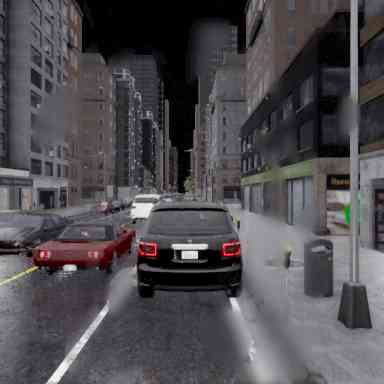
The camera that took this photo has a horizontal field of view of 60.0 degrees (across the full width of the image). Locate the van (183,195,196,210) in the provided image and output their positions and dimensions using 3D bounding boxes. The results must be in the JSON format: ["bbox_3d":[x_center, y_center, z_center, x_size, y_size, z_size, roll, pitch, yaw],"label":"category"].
[{"bbox_3d":[-0.287,1.343,43.983,1.690,1.788,3.998,0,0,0],"label":"van"}]

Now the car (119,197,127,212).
[{"bbox_3d":[-8.813,1.567,38.453,1.947,1.339,4.313,0,0,0],"label":"car"}]

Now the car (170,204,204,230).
[{"bbox_3d":[-0.287,1.551,21.888,2.008,1.369,4.403,0,0,0],"label":"car"}]

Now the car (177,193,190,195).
[{"bbox_3d":[-0.287,1.316,38.459,2.192,1.841,5.009,0,0,0],"label":"car"}]

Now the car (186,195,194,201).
[{"bbox_3d":[-0.572,1.470,87.873,1.967,1.590,4.097,0,0,-1],"label":"car"}]

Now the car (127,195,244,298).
[{"bbox_3d":[-0.039,1.228,8.680,2.150,2.045,5.566,0,0,0],"label":"car"}]

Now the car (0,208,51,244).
[{"bbox_3d":[-8.813,1.566,16.352,1.947,1.339,4.313,0,0,0],"label":"car"}]

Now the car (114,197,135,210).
[{"bbox_3d":[-8.813,1.442,43.978,1.967,1.590,4.097,0,0,0],"label":"car"}]

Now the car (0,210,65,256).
[{"bbox_3d":[-6.244,1.548,13.091,2.033,1.411,5.357,0,0,0],"label":"car"}]

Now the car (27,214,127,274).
[{"bbox_3d":[-3.045,1.601,10.546,1.895,1.301,4.718,0,0,0],"label":"car"}]

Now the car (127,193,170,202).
[{"bbox_3d":[-3.141,1.221,25.129,2.150,2.045,5.566,0,0,0],"label":"car"}]

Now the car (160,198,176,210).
[{"bbox_3d":[-3.046,1.527,42.961,1.812,1.442,4.674,0,0,0],"label":"car"}]

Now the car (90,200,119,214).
[{"bbox_3d":[-8.813,1.583,32.928,1.802,1.307,4.206,0,0,0],"label":"car"}]
